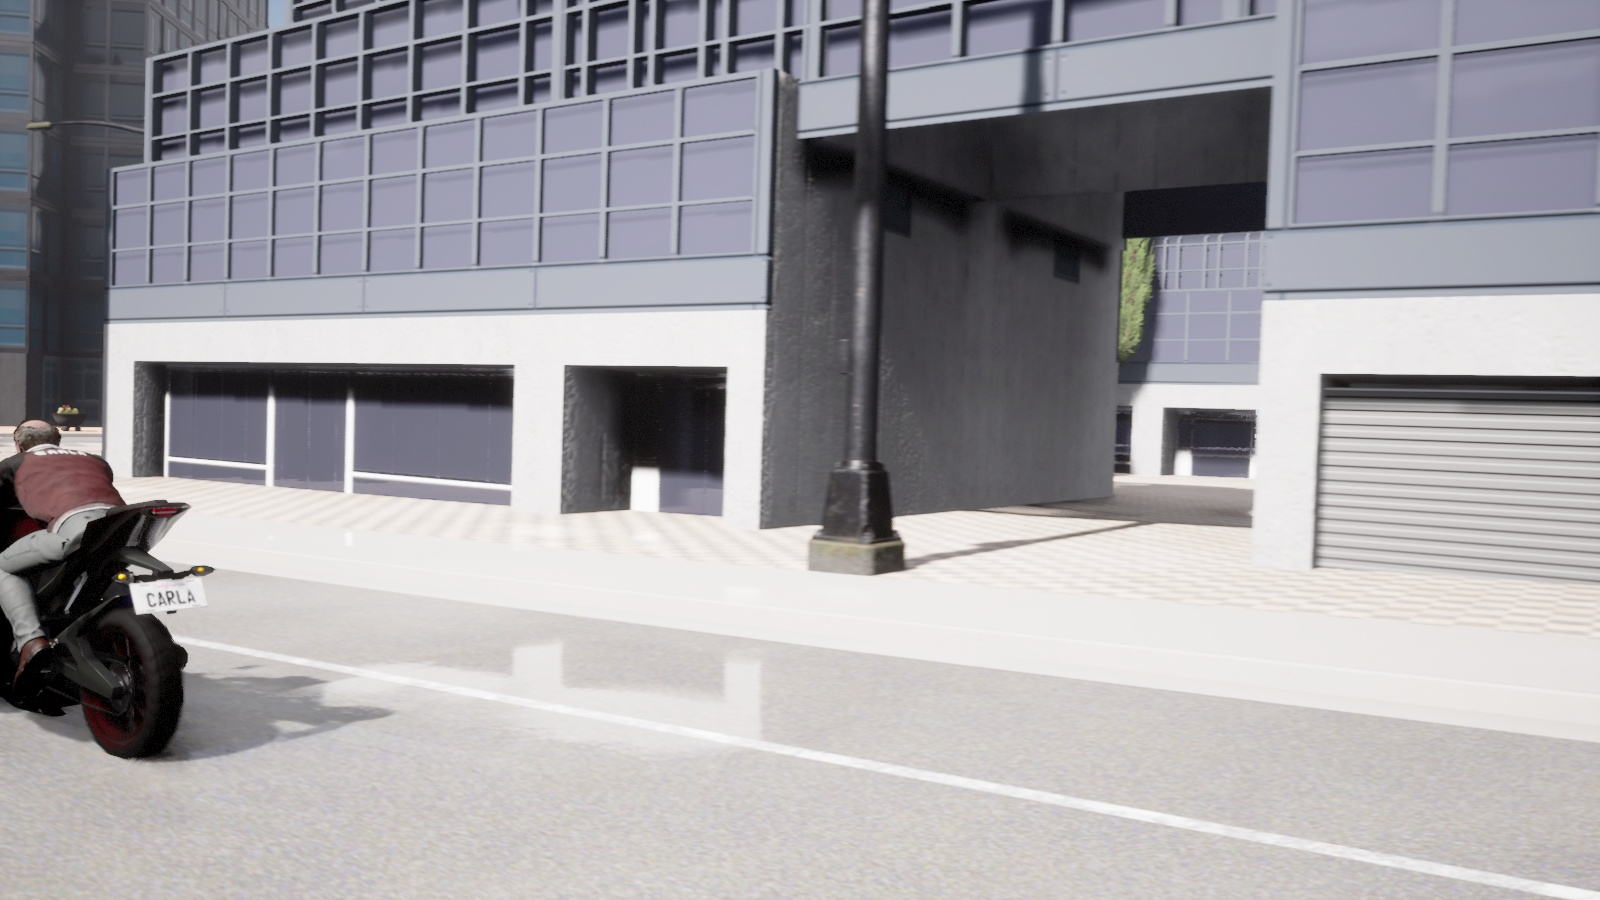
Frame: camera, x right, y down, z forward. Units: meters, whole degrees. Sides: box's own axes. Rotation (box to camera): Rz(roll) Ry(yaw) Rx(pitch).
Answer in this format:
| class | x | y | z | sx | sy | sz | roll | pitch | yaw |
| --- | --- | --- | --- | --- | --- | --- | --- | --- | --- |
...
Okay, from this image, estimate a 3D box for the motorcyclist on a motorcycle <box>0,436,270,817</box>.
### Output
| class | x | y | z | sx | sy | sz | roll | pitch | yaw |
| --- | --- | --- | --- | --- | --- | --- | --- | --- | --- |
| motorcyclist on a motorcycle | -3.596 | 0.699 | 6.013 | 2.191 | 1.530 | 0.866 | 0 | 1 | 34 |
